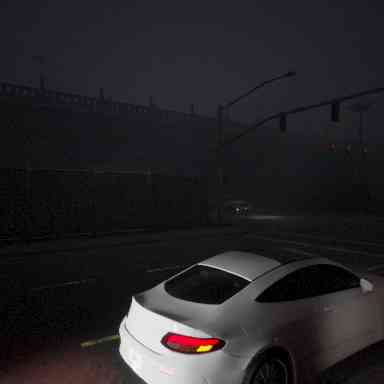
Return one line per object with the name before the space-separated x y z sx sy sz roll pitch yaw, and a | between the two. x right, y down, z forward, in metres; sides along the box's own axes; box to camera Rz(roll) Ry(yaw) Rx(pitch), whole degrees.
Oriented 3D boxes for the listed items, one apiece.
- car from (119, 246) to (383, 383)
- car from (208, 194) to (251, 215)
car | 1.312 1.526 4.720 4.674 1.442 1.812 0 0 -35
car | 3.731 1.277 35.094 2.150 2.045 5.566 0 0 -35
